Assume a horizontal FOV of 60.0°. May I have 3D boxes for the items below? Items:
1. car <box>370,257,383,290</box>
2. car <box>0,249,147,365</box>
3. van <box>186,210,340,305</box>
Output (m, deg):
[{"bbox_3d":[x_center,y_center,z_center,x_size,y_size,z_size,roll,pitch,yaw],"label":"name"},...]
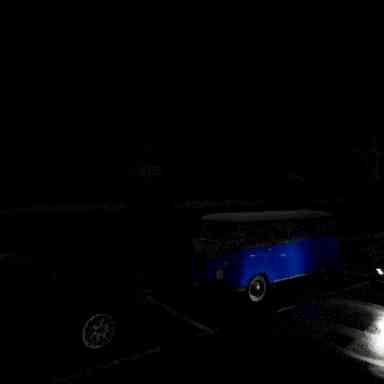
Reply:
[{"bbox_3d":[6.354,1.545,7.828,5.357,1.411,2.033,0,0,-36],"label":"car"},{"bbox_3d":[-2.816,1.545,4.525,4.507,1.381,1.887,0,0,-36],"label":"car"},{"bbox_3d":[1.778,1.340,7.828,3.998,1.788,1.690,0,0,-36],"label":"van"}]
